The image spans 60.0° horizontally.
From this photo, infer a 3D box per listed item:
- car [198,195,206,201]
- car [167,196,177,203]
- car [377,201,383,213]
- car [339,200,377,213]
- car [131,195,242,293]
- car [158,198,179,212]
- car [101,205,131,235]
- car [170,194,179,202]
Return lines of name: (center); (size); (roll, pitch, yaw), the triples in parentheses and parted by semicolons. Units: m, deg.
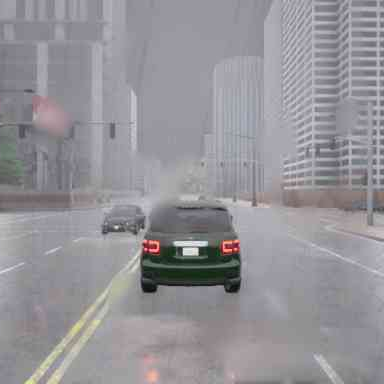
car: (2.723, 1.548, 90.615); (1.837, 1.490, 4.892); (0, 0, 0)
car: (-4.091, 1.514, 68.803); (1.882, 1.535, 5.008); (0, 0, 0)
car: (22.129, 1.495, 33.909); (5.008, 1.535, 1.882); (0, 0, -1)
car: (19.460, 1.567, 37.374); (5.357, 1.411, 2.033); (0, 0, -1)
car: (-0.022, 1.226, 9.004); (2.150, 2.045, 5.566); (0, 0, 0)
car: (-2.977, 1.547, 40.544); (1.812, 1.442, 4.674); (0, 0, -13)
car: (-3.751, 1.516, 18.814); (1.837, 1.490, 4.892); (0, 0, 0)
car: (-4.189, 1.395, 80.535); (2.097, 1.767, 4.553); (0, 0, 0)
